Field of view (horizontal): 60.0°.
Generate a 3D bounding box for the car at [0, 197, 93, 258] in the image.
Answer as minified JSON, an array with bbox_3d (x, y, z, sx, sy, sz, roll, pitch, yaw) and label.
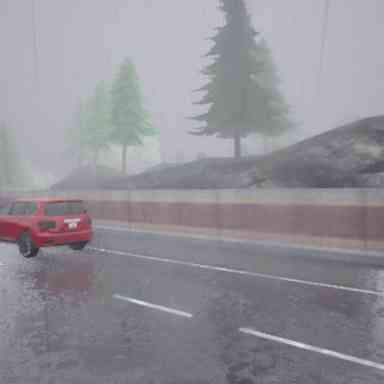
[{"bbox_3d":[-6.165,1.227,13.011,5.566,2.045,2.150,0,0,38],"label":"car"}]
